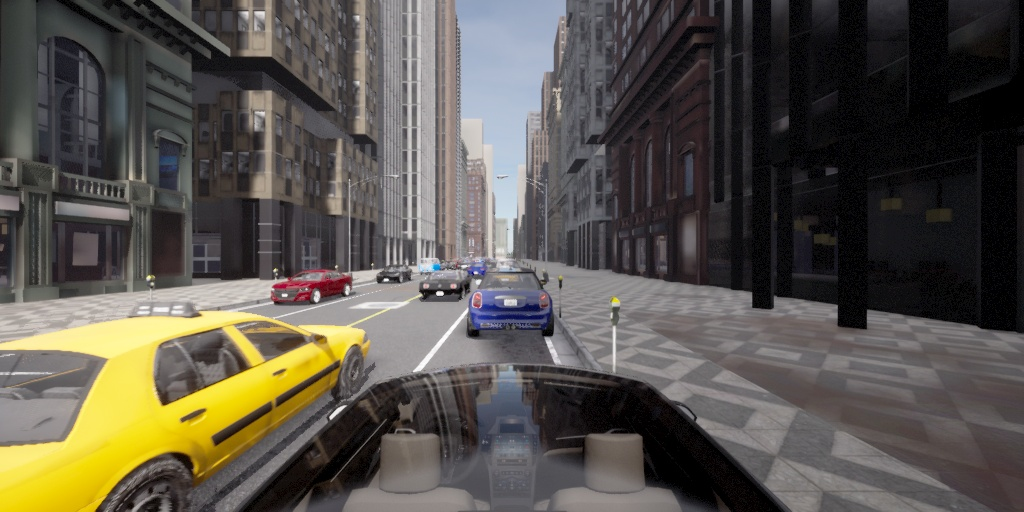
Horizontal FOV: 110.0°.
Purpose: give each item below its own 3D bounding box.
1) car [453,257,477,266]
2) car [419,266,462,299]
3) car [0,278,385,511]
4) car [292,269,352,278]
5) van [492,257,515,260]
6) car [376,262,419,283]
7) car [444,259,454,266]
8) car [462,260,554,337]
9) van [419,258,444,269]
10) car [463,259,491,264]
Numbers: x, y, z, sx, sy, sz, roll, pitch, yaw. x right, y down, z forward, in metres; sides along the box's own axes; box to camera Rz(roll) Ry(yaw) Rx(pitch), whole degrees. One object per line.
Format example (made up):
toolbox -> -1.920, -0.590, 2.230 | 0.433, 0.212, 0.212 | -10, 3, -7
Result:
car -> -6.162, 1.261, 48.217 | 2.128, 1.511, 4.902 | 0, 0, 0
car -> -3.130, 1.354, 17.916 | 1.895, 1.301, 4.718 | 0, 0, 0
car -> -3.145, 1.205, 3.547 | 1.801, 1.575, 5.366 | 0, 0, 0
car -> -8.908, 1.297, 16.299 | 1.888, 1.381, 4.507 | 0, 0, 0
van -> -0.383, 1.098, 27.584 | 1.690, 1.789, 3.998 | 0, 0, 0
car -> -8.908, 1.323, 27.572 | 1.948, 1.339, 4.313 | 0, 0, 0
car -> -8.908, 1.332, 44.482 | 1.948, 1.339, 4.313 | 0, 0, 0
car -> -0.032, 1.103, 10.470 | 2.097, 1.767, 4.553 | 0, 0, 0
van -> -8.908, 1.104, 38.846 | 1.690, 1.789, 3.998 | 0, 0, 0
car -> -3.125, 1.286, 33.562 | 1.812, 1.442, 4.674 | 0, 0, 0
